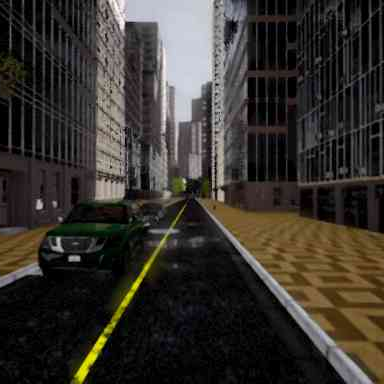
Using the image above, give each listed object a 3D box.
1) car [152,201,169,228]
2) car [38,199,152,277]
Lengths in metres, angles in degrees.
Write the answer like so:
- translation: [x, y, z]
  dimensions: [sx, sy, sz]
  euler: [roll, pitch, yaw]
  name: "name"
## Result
- translation: [-2.780, 1.479, 23.284]
  dimensions: [2.097, 1.767, 4.553]
  euler: [0, 0, 1]
  name: "car"
- translation: [-2.833, 1.278, 10.797]
  dimensions: [2.150, 2.045, 5.566]
  euler: [0, 0, 0]
  name: "car"
